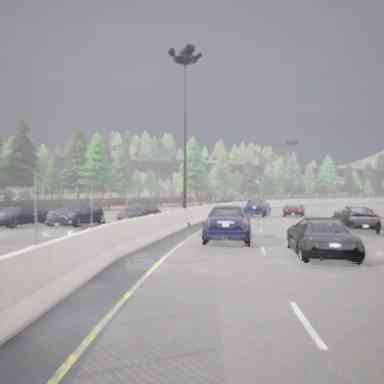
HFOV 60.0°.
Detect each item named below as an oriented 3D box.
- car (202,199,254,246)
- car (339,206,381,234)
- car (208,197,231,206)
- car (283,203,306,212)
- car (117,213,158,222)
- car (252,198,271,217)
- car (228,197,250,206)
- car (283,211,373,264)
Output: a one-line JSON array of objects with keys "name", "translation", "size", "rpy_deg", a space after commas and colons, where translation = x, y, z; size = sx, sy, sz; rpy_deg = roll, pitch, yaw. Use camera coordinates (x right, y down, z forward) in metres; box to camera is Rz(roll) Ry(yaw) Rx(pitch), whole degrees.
[{"name": "car", "translation": [1.775, 1.415, 15.957], "size": [2.097, 1.767, 4.553], "rpy_deg": [0, 0, 10]}, {"name": "car", "translation": [9.740, 1.598, 19.922], "size": [2.128, 1.511, 4.902], "rpy_deg": [0, 0, 13]}, {"name": "car", "translation": [5.045, 1.711, 60.657], "size": [1.882, 1.535, 5.008], "rpy_deg": [0, 0, 35]}, {"name": "car", "translation": [10.223, 1.755, 33.012], "size": [1.895, 1.301, 4.718], "rpy_deg": [0, 0, 22]}, {"name": "car", "translation": [-3.807, 1.577, 24.185], "size": [1.837, 1.490, 4.892], "rpy_deg": [0, 0, 15]}, {"name": "car", "translation": [6.540, 1.493, 33.030], "size": [2.097, 1.767, 4.553], "rpy_deg": [0, 0, 20]}, {"name": "car", "translation": [8.463, 1.719, 59.483], "size": [1.882, 1.535, 5.008], "rpy_deg": [0, 0, 35]}, {"name": "car", "translation": [4.700, 1.625, 12.237], "size": [1.994, 1.385, 4.181], "rpy_deg": [0, 0, 8]}]
